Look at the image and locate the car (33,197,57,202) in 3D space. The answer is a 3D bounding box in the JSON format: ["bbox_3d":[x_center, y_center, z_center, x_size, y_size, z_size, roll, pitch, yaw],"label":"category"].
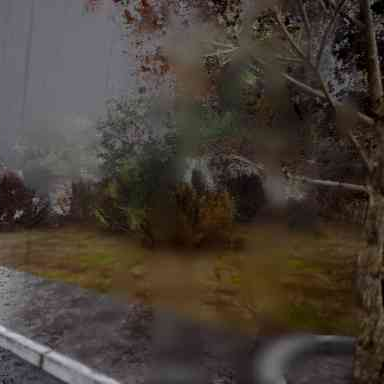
[{"bbox_3d":[-20.340,1.424,43.640,2.033,1.411,5.357,0,0,32],"label":"car"}]
